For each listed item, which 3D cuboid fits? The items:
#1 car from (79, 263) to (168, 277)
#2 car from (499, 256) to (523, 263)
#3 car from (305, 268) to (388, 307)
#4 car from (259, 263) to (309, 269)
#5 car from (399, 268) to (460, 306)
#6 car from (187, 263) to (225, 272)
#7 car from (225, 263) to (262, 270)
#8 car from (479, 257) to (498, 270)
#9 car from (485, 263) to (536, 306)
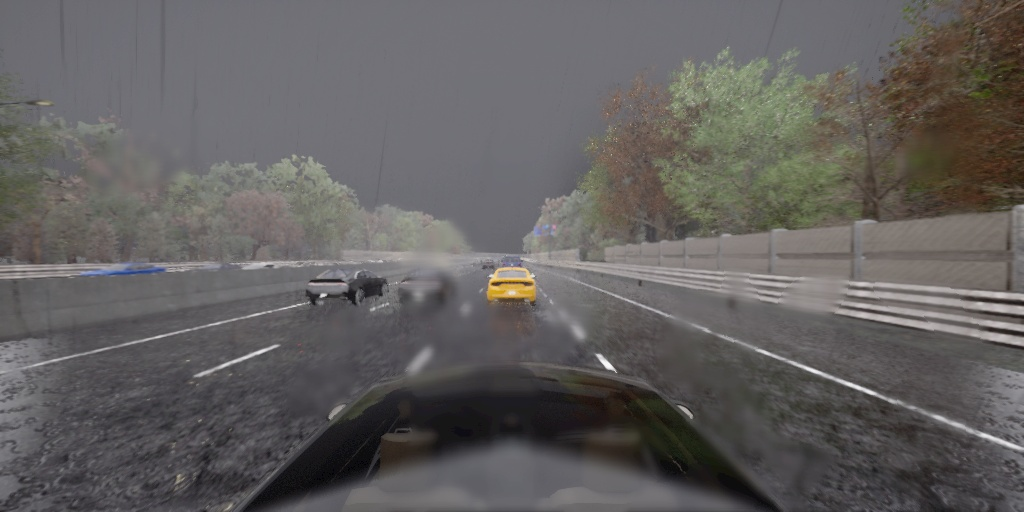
[{"bbox_3d":[-28.075,1.257,26.114,1.882,1.535,5.008,0,0,0],"label":"car"},{"bbox_3d":[0.006,1.017,39.238,2.150,2.045,5.566,0,0,0],"label":"car"},{"bbox_3d":[-6.993,1.259,15.720,2.128,1.511,4.902,0,0,0],"label":"car"},{"bbox_3d":[-17.579,1.384,28.909,1.895,1.301,4.718,0,0,0],"label":"car"},{"bbox_3d":[-3.496,1.259,15.884,2.128,1.511,4.902,0,0,0],"label":"car"},{"bbox_3d":[-24.570,1.332,30.101,2.033,1.411,5.357,0,0,0],"label":"car"},{"bbox_3d":[-21.070,1.310,30.008,1.812,1.442,4.674,0,0,0],"label":"car"},{"bbox_3d":[-3.485,1.321,55.019,1.837,1.490,4.892,0,0,0],"label":"car"},{"bbox_3d":[0.004,1.245,16.023,1.882,1.535,5.008,0,0,0],"label":"car"}]
